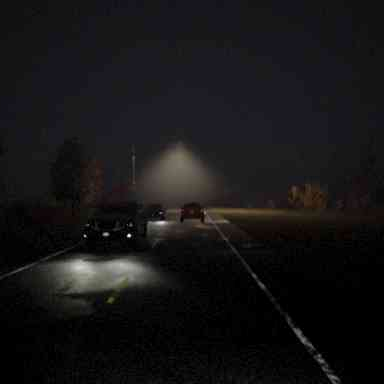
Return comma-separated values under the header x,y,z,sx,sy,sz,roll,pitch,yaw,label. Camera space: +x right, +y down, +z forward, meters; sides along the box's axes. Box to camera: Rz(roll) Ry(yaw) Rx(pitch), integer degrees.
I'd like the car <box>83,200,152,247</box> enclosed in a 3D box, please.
x,y,z,sx,sy,sz,roll,pitch,yaw,label
-3.495,1.399,16.271,2.150,2.045,5.566,0,-1,0,car

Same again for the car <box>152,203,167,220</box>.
x,y,z,sx,sy,sz,roll,pitch,yaw,label
-3.493,1.895,32.315,1.837,1.490,4.892,0,-1,0,car

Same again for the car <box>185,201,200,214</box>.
x,y,z,sx,sy,sz,roll,pitch,yaw,label
0.075,2.056,44.989,1.837,1.490,4.892,0,0,0,car

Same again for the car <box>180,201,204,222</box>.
x,y,z,sx,sy,sz,roll,pitch,yaw,label
0.026,1.711,29.948,2.097,1.767,4.553,0,-1,0,car
